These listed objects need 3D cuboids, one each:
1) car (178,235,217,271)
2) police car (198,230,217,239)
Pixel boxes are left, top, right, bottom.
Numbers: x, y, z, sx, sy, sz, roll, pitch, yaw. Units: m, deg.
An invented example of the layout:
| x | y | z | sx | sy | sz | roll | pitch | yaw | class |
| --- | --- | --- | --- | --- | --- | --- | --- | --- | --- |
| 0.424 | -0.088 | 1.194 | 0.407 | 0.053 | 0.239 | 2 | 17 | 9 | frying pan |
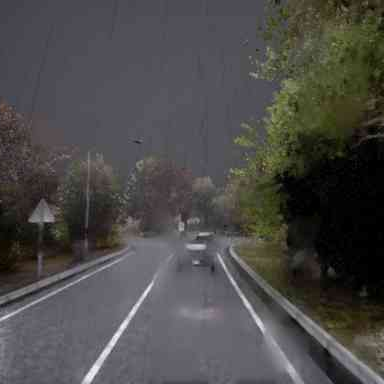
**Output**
| x | y | z | sx | sy | sz | roll | pitch | yaw | class |
| --- | --- | --- | --- | --- | --- | --- | --- | --- | --- |
| 0.236 | 3.310 | 17.862 | 1.812 | 1.442 | 4.674 | -1 | -5 | 1 | car |
| 1.589 | 4.885 | 35.214 | 1.930 | 1.638 | 5.238 | -1 | -6 | 9 | police car |
